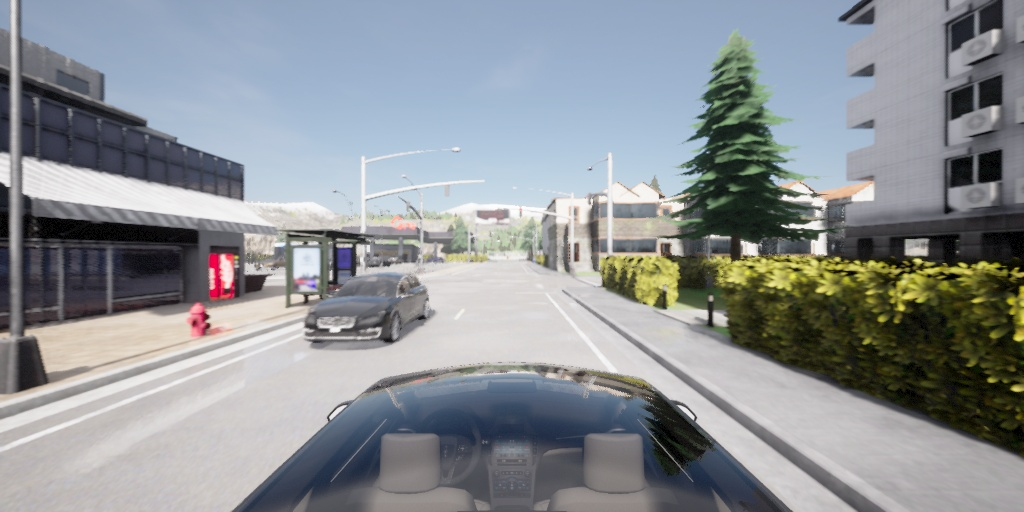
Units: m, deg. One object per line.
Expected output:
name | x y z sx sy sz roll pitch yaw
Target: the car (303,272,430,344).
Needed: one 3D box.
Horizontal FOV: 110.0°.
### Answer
car | -3.515 1.220 9.581 1.837 1.490 4.892 0 0 0
